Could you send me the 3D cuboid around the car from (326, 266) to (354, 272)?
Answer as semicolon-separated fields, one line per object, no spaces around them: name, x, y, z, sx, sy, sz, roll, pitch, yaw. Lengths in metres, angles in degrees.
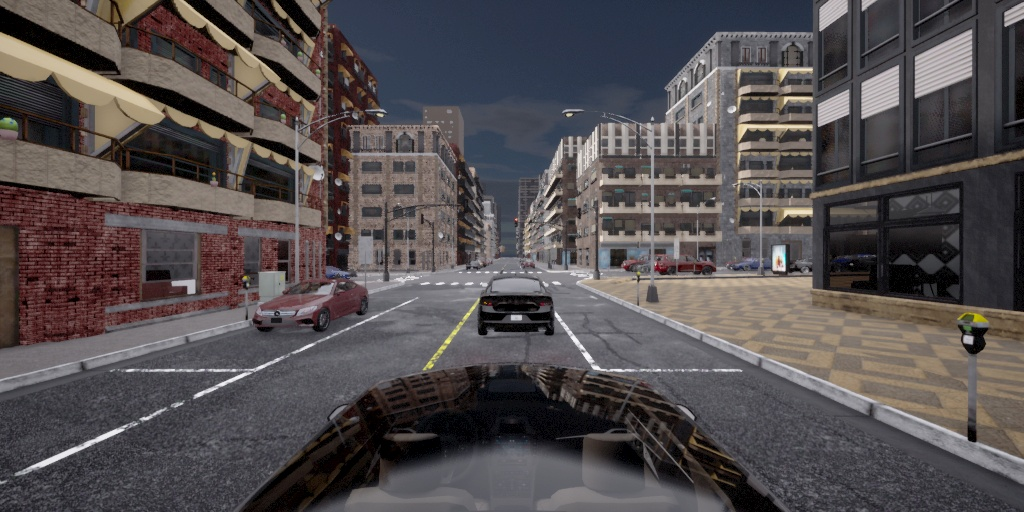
car;-17.242;1.596;33.123;5.357;1.411;2.033;-1;0;-1

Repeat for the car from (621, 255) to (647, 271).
car;14.587;0.764;39.177;5.009;1.841;2.192;0;0;0

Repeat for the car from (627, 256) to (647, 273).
car;14.457;1.021;36.585;4.181;1.385;1.994;-1;0;-1

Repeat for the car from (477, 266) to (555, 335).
car;0.101;1.228;10.482;1.882;1.535;5.008;0;0;0

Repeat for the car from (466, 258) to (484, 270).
car;-5.674;1.330;52.848;1.948;1.339;4.313;0;0;0

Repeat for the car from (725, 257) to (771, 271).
car;25.076;0.806;36.677;5.357;1.411;2.033;-1;0;-1

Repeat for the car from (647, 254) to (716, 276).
car;14.719;0.778;30.798;5.009;1.841;2.192;0;0;0

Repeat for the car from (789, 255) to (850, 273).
car;25.812;0.822;30.891;4.313;1.339;1.948;0;0;0

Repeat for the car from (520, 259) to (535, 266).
car;2.708;1.208;58.530;1.967;1.591;4.097;0;0;0

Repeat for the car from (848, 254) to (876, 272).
car;31.360;0.718;30.937;4.313;1.339;1.948;0;0;0

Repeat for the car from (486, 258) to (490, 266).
car;-5.670;1.086;64.213;2.192;1.841;5.009;0;0;0

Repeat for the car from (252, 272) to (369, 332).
car;-5.739;1.332;10.825;1.802;1.307;4.207;0;0;0

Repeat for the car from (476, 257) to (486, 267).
car;-5.672;1.293;58.361;1.751;1.417;4.829;0;0;0
